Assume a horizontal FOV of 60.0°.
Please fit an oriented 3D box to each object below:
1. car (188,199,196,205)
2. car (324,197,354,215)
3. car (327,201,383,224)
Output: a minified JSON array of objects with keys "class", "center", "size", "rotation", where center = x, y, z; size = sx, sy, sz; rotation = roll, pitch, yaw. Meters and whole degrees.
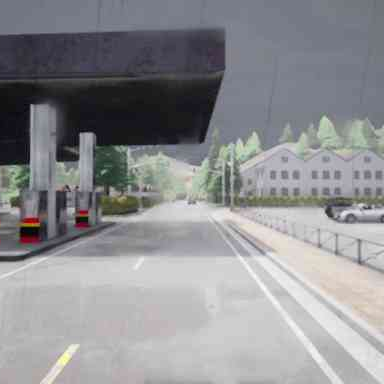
[{"class":"car","center":[-0.023,2.415,81.928],"size":[1.994,1.385,4.181],"rotation":[0,-1,0]},{"class":"car","center":[13.268,1.377,28.399],"size":[3.866,1.878,1.905],"rotation":[0,-1,-1]},{"class":"car","center":[12.678,1.627,25.068],"size":[3.806,1.475,1.970],"rotation":[0,-1,-1]}]
